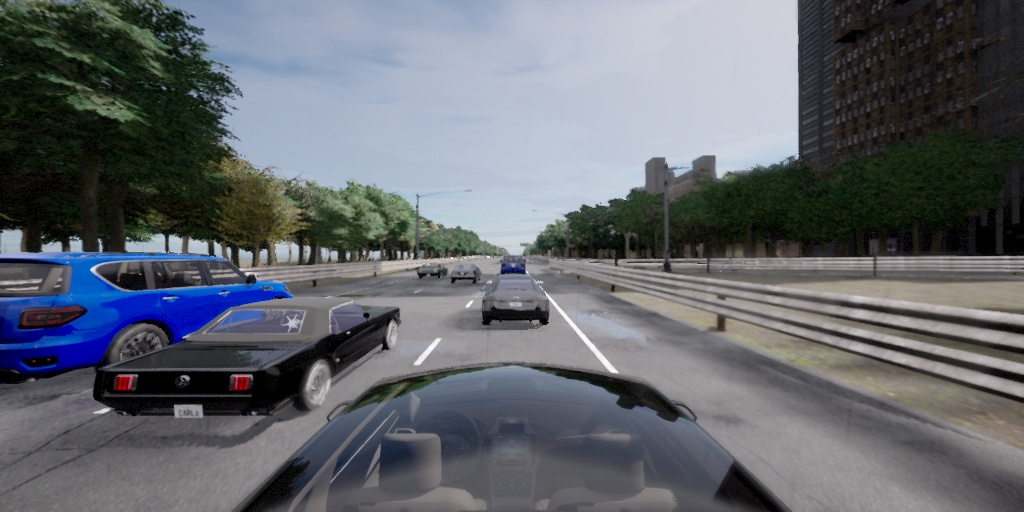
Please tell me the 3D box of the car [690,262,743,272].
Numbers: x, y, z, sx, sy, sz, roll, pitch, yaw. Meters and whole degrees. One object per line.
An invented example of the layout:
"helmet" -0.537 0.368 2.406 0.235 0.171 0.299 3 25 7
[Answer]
"car" 20.415 0.958 36.067 1.895 1.301 4.718 0 -1 -33

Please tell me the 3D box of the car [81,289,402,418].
"car" -3.400 1.345 5.998 1.895 1.301 4.718 0 0 0

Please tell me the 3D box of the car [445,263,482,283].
"car" -3.401 1.256 27.066 2.033 1.411 5.357 0 0 0

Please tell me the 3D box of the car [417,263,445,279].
"car" -6.898 1.301 31.795 1.895 1.301 4.718 0 0 0

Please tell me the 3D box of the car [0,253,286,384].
"car" -6.900 0.963 7.204 2.150 2.045 5.566 0 0 0

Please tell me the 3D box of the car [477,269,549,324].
"car" 0.102 1.298 11.847 1.994 1.385 4.181 0 0 0

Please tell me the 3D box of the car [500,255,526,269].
"car" 0.101 0.920 32.439 2.150 2.045 5.566 0 0 0
